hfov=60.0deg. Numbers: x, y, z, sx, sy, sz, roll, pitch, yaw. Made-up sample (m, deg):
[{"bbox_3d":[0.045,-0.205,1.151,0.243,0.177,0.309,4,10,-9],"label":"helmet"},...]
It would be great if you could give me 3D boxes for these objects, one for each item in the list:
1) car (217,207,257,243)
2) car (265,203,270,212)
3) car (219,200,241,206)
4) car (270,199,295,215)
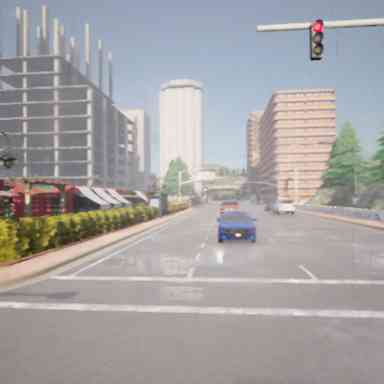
[{"bbox_3d":[2.422,1.805,18.206,1.882,1.535,5.008,-1,-1,6],"label":"car"},{"bbox_3d":[13.099,2.436,54.496,2.033,1.411,5.357,-1,-1,6],"label":"car"},{"bbox_3d":[4.420,1.915,38.532,2.150,2.045,5.566,-1,-1,6],"label":"car"},{"bbox_3d":[12.103,1.918,43.890,2.150,2.045,5.566,-1,-1,6],"label":"car"}]
